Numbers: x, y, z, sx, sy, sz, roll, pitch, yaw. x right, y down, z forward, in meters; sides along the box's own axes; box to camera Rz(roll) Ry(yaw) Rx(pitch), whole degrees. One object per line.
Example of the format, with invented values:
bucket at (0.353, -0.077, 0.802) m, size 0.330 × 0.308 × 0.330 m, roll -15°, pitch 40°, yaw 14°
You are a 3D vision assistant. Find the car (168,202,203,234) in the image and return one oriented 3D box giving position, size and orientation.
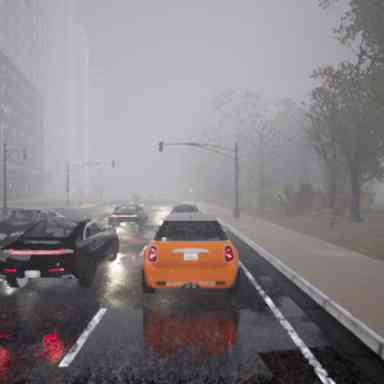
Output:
car at (-0.396, 1.427, 19.972) m, size 1.882 × 1.535 × 5.008 m, roll 0°, pitch 0°, yaw -1°

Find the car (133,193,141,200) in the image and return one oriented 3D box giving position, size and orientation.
car at (-13.762, 1.139, 83.018) m, size 1.837 × 1.490 × 4.892 m, roll 0°, pitch 0°, yaw -10°

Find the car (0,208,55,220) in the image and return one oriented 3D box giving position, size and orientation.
car at (-6.843, 1.459, 13.833) m, size 2.128 × 1.511 × 4.902 m, roll 0°, pitch 0°, yaw -2°

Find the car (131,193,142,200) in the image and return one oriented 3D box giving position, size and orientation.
car at (-11.359, 1.155, 67.736) m, size 2.097 × 1.767 × 4.553 m, roll 0°, pitch 0°, yaw -8°

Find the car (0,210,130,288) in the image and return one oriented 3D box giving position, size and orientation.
car at (-3.294, 1.466, 9.193) m, size 2.128 × 1.511 × 4.902 m, roll 0°, pitch 0°, yaw -1°

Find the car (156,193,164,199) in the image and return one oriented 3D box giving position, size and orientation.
car at (-9.082, 1.052, 93.609) m, size 1.812 × 1.442 × 4.674 m, roll 0°, pitch 0°, yaw -11°

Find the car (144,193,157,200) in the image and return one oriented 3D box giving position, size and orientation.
car at (-10.409, 1.215, 82.721) m, size 1.882 × 1.535 × 5.008 m, roll 0°, pitch 0°, yaw -10°

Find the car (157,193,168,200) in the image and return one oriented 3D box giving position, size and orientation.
car at (-7.278, 1.325, 83.675) m, size 1.895 × 1.301 × 4.718 m, roll 0°, pitch 0°, yaw -10°

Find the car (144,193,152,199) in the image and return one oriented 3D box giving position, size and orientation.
car at (-12.276, 1.010, 93.013) m, size 1.882 × 1.535 × 5.008 m, roll 0°, pitch 0°, yaw -11°

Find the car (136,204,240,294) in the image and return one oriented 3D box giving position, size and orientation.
car at (-0.043, 1.330, 8.887) m, size 2.097 × 1.767 × 4.553 m, roll 0°, pitch 0°, yaw -1°

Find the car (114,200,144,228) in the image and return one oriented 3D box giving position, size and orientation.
car at (-3.623, 1.443, 19.509) m, size 2.128 × 1.511 × 4.902 m, roll 0°, pitch 0°, yaw -2°
